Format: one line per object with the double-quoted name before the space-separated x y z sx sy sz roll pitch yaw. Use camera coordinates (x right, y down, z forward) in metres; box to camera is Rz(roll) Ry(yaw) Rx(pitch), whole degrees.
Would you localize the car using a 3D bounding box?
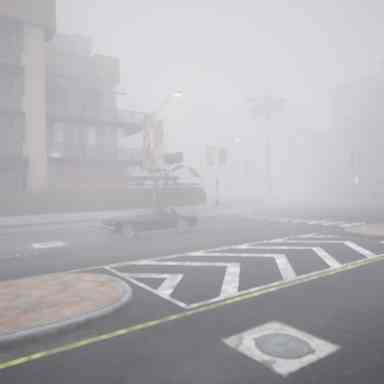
"car" -2.113 1.425 16.525 4.718 1.301 1.895 -2 1 -35
